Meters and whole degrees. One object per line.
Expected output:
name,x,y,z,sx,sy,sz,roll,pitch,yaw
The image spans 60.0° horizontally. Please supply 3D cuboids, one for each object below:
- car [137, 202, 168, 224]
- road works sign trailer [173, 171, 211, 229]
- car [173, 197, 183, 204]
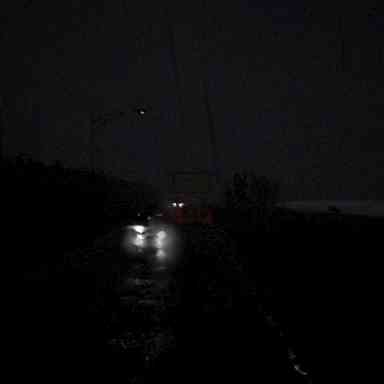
car,-2.854,1.511,24.695,1.837,1.490,4.892,0,0,0
road works sign trailer,-0.005,0.468,21.439,2.380,3.560,2.880,0,0,0
car,-2.776,1.660,66.359,1.994,1.385,4.181,0,0,0
